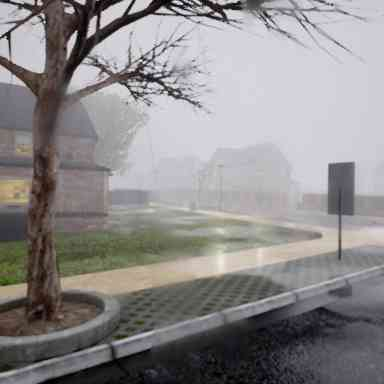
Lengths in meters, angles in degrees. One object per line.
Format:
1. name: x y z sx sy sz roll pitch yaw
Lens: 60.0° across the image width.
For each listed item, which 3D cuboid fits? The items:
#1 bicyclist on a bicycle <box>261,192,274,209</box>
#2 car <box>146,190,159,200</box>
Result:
1. bicyclist on a bicycle: 7.271 0.864 31.934 1.656 1.620 0.582 0 1 -28
2. car: -6.648 0.484 51.860 1.837 1.490 4.892 1 1 -28
